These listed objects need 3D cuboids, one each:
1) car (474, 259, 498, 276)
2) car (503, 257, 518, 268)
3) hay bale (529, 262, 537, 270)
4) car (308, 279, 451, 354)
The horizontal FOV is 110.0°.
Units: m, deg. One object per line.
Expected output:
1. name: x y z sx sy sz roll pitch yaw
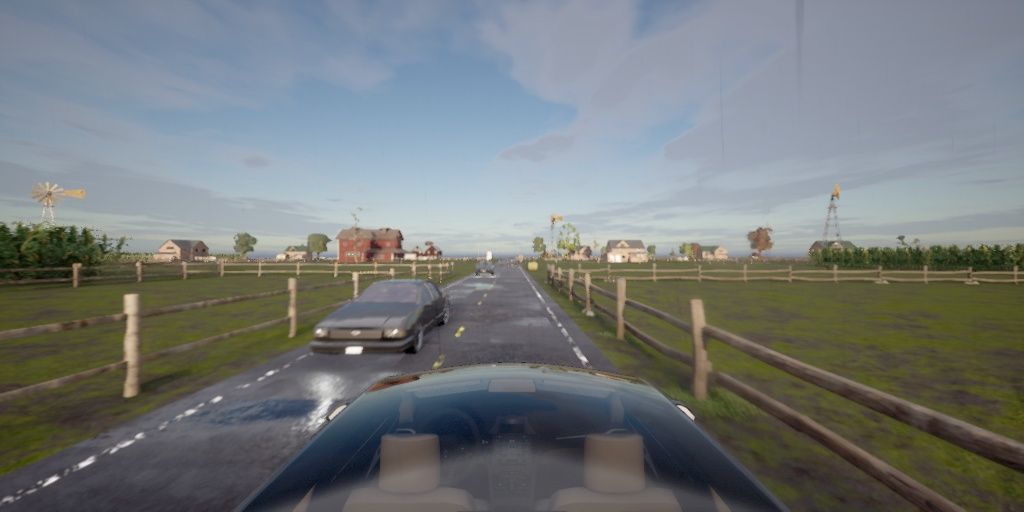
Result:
1. car: -2.823 1.287 38.286 1.837 1.490 4.892 0 0 0
2. car: 0.021 1.290 61.542 2.128 1.511 4.902 0 0 0
3. hay bale: 3.144 1.449 53.729 1.220 1.180 1.240 0 0 0
4. car: -2.808 1.305 9.077 2.033 1.411 5.357 0 0 0
